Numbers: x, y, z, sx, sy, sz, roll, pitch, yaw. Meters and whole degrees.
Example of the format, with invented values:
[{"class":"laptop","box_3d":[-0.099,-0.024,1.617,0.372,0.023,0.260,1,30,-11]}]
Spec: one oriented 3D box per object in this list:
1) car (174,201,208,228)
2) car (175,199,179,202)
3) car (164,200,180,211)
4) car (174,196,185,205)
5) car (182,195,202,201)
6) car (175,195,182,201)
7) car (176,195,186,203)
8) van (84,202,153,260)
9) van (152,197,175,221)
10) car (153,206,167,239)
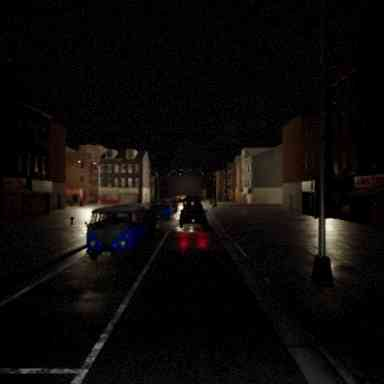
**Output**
[{"class":"car","box_3d":[0.078,1.606,23.352,2.128,1.511,4.902,0,0,0]},{"class":"car","box_3d":[-2.662,1.713,34.087,1.887,1.381,4.507,0,0,0]},{"class":"car","box_3d":[-2.668,1.772,44.955,1.887,1.381,4.507,0,0,0]},{"class":"car","box_3d":[-2.686,1.697,71.366,2.192,1.841,5.009,0,0,0]},{"class":"car","box_3d":[0.063,1.423,40.333,2.150,2.045,5.566,0,0,0]},{"class":"car","box_3d":[-2.667,1.513,39.522,2.192,1.841,5.009,0,0,0]},{"class":"car","box_3d":[-2.693,1.766,82.219,2.192,1.841,5.009,0,0,0]},{"class":"van","box_3d":[-2.650,1.400,12.353,1.690,1.788,3.998,0,0,0]},{"class":"van","box_3d":[-2.660,1.481,28.654,1.690,1.788,3.998,0,0,0]},{"class":"car","box_3d":[-2.652,1.651,17.786,1.947,1.339,4.313,0,0,0]}]
